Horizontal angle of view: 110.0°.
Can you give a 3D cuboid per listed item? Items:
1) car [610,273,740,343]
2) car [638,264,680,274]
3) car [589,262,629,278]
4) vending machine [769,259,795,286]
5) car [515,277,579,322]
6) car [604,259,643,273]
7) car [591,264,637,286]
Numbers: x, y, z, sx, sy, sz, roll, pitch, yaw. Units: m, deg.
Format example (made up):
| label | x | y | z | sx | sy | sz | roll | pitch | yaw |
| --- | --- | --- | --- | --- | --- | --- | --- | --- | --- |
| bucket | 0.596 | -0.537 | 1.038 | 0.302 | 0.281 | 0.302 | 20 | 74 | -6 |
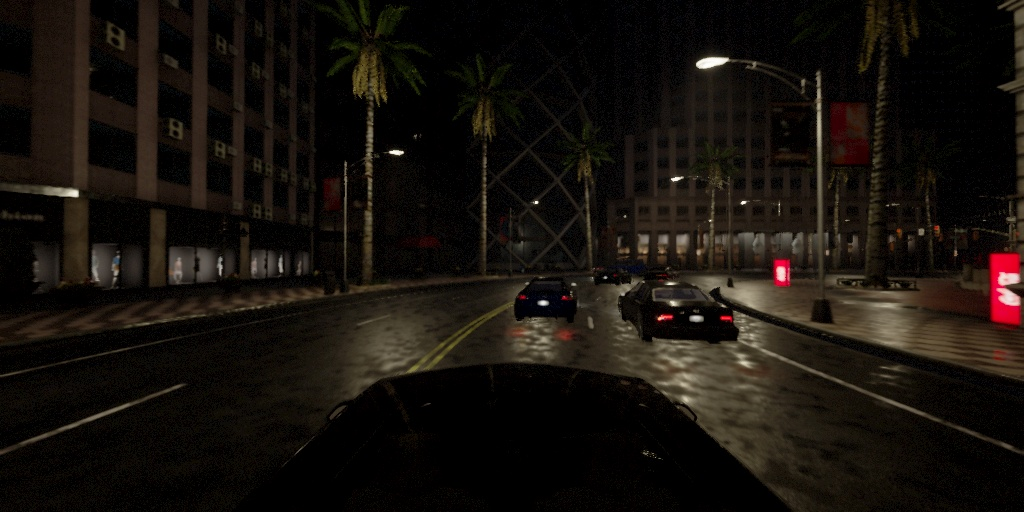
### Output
| label | x | y | z | sx | sy | sz | roll | pitch | yaw |
| --- | --- | --- | --- | --- | --- | --- | --- | --- | --- |
| car | 4.234 | 1.391 | 10.014 | 2.033 | 1.411 | 5.357 | 0 | -1 | 8 |
| car | 11.453 | 1.541 | 27.297 | 1.837 | 1.490 | 4.892 | -1 | -1 | 35 |
| car | 11.483 | 1.554 | 42.294 | 4.553 | 1.767 | 2.097 | 0 | -1 | -36 |
| vending machine | 19.503 | 1.217 | 25.918 | 1.100 | 2.100 | 0.880 | 0 | 0 | 44 |
| car | 1.367 | 1.440 | 13.022 | 1.994 | 1.385 | 4.181 | 0 | -1 | 12 |
| car | 12.145 | 1.382 | 38.568 | 5.566 | 2.045 | 2.150 | 1 | -1 | -39 |
| car | 8.133 | 1.613 | 28.561 | 1.994 | 1.385 | 4.181 | 0 | -1 | 34 |
